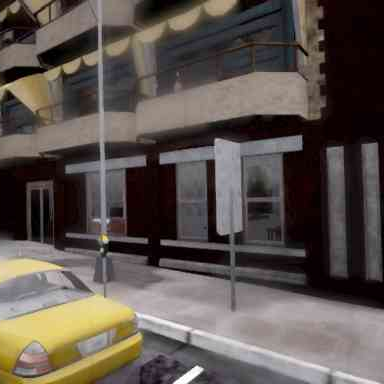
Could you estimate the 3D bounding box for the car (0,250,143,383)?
[{"bbox_3d":[-2.862,1.527,4.788,4.829,1.417,1.752,0,-2,36],"label":"car"}]
